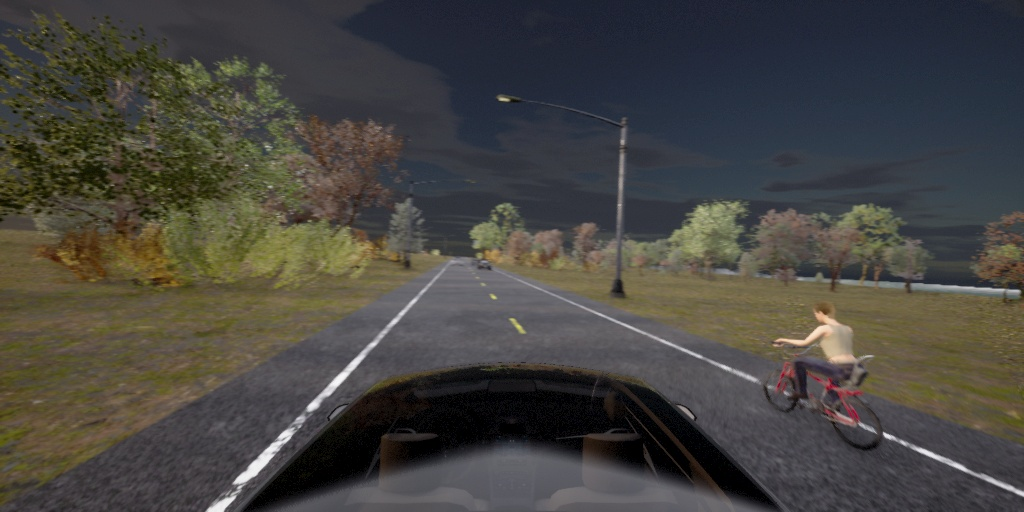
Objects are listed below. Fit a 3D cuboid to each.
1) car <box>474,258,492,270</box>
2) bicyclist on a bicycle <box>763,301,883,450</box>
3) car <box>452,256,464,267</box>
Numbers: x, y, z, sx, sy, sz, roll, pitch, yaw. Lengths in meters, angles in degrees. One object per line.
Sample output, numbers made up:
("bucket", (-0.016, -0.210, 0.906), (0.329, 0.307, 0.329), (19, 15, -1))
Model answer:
("car", (-3.972, 1.215, 50.674), (1.812, 1.442, 4.674), (3, 0, -9))
("bicyclist on a bicycle", (3.832, 1.361, 4.531), (0.866, 1.612, 1.509), (3, 0, -9))
("car", (-8.998, 1.091, 59.568), (1.895, 1.301, 4.718), (3, 0, -8))
